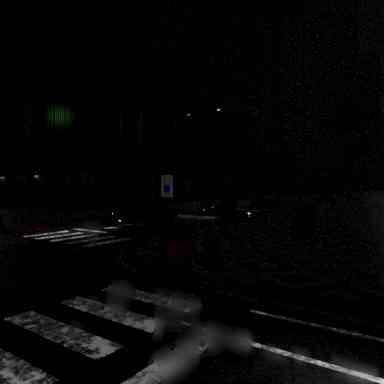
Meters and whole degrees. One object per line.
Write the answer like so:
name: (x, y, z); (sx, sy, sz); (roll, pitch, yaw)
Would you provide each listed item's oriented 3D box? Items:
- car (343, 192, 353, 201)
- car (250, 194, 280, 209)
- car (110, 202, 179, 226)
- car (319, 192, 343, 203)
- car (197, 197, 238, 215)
car: (25.488, 0.653, 55.641); (1.882, 1.535, 5.008); (0, 1, 36)
car: (8.129, 0.977, 36.868); (1.882, 1.535, 5.008); (0, 1, 36)
car: (-2.957, 1.354, 21.413); (1.895, 1.301, 4.718); (0, 1, 36)
car: (19.600, 0.814, 47.417); (1.837, 1.490, 4.892); (0, 1, 36)
car: (2.322, 1.158, 28.768); (1.812, 1.442, 4.674); (0, 1, 36)
